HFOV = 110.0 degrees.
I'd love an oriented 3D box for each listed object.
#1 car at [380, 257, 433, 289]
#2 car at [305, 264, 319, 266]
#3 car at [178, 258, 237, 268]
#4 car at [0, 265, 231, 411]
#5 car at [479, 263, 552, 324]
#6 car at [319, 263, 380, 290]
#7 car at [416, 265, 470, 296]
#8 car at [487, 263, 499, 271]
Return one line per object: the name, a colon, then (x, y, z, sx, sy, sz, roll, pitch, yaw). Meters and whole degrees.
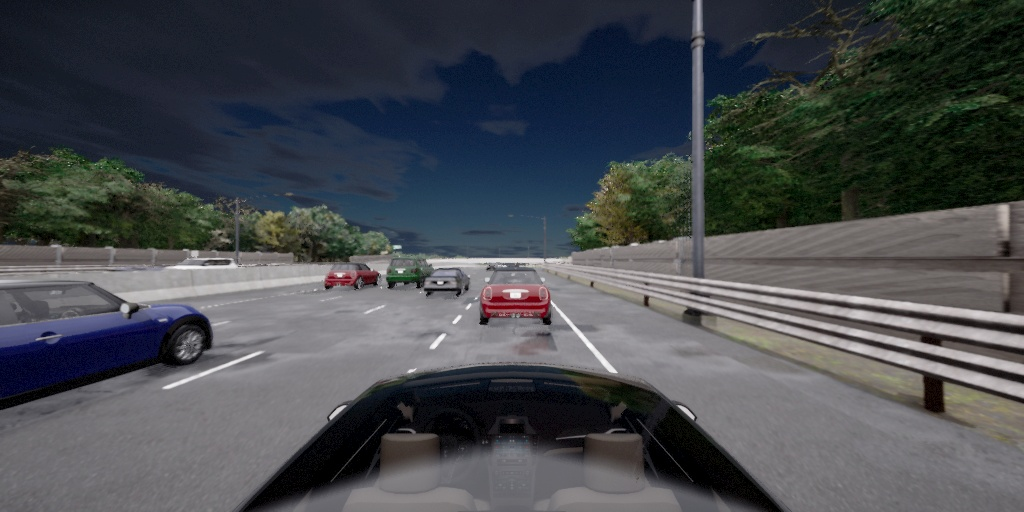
car: (-6.894, 1.111, 24.846, 2.150, 2.045, 5.566, 0, -1, 0)
car: (-21.082, 1.566, 37.890, 1.812, 1.442, 4.674, 0, -1, 0)
car: (-24.593, 1.153, 28.463, 2.150, 2.045, 5.566, 0, -1, 0)
car: (-6.899, 1.109, 5.124, 2.097, 1.767, 4.553, 0, 0, 0)
car: (0.103, 1.137, 12.199, 2.097, 1.767, 4.553, 0, 0, 0)
car: (-10.395, 1.230, 23.772, 2.097, 1.767, 4.553, 0, -1, 0)
car: (-3.495, 1.388, 19.994, 2.033, 1.411, 5.357, 0, 0, 0)
car: (-3.483, 1.956, 64.958, 1.895, 1.301, 4.718, 0, -1, 0)
